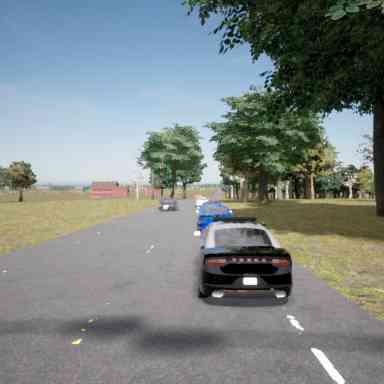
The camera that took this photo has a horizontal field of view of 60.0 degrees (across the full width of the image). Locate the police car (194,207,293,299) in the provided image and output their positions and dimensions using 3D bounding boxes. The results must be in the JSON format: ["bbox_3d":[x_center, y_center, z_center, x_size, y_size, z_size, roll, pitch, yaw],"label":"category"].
[{"bbox_3d":[1.085,1.418,8.639,1.930,1.638,5.238,0,0,1],"label":"police car"}]

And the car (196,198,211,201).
[{"bbox_3d":[1.419,1.476,24.465,1.837,1.490,4.892,0,0,2],"label":"car"}]

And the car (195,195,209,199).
[{"bbox_3d":[1.450,1.460,46.215,1.812,1.442,4.674,0,0,4],"label":"car"}]

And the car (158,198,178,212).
[{"bbox_3d":[-2.659,1.437,37.858,2.128,1.511,4.902,0,0,3],"label":"car"}]

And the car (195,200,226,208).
[{"bbox_3d":[1.253,1.457,18.491,1.882,1.535,5.008,0,0,1],"label":"car"}]
